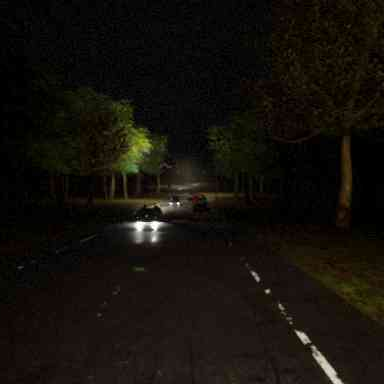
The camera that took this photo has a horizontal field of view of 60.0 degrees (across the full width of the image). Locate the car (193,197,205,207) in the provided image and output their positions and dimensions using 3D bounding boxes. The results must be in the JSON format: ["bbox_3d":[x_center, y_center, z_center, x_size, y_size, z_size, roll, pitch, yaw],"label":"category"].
[{"bbox_3d":[1.040,1.601,53.601,1.837,1.490,4.892,0,0,0],"label":"car"}]

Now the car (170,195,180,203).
[{"bbox_3d":[-3.512,1.416,69.982,1.837,1.490,4.892,0,0,0],"label":"car"}]

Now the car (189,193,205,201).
[{"bbox_3d":[1.042,1.358,47.628,2.150,2.045,5.566,0,0,0],"label":"car"}]

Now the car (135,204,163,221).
[{"bbox_3d":[-3.596,1.721,28.380,1.994,1.385,4.181,0,0,0],"label":"car"}]

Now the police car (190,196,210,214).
[{"bbox_3d":[1.043,1.591,37.712,1.930,1.638,5.238,0,0,0],"label":"police car"}]

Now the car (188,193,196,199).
[{"bbox_3d":[-0.016,0.984,89.076,2.033,1.411,5.357,0,2,0],"label":"car"}]
